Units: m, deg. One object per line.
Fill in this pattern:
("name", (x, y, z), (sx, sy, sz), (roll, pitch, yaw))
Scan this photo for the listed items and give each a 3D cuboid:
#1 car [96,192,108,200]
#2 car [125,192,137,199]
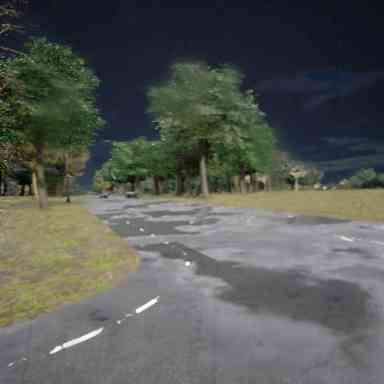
("car", (-19.340, 0.990, 73.052), (1.895, 1.301, 4.718), (-3, 1, -13))
("car", (-12.883, 0.695, 69.786), (1.882, 1.535, 5.008), (-3, 1, -21))
